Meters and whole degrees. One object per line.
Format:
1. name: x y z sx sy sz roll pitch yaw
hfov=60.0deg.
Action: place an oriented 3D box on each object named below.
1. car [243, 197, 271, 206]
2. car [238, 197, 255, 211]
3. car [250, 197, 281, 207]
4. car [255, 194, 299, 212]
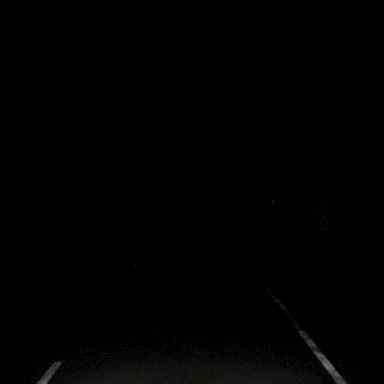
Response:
1. car: 10.801 1.518 55.234 4.181 1.385 1.994 0 0 -28
2. car: 7.683 1.444 40.385 5.008 1.535 1.882 0 0 -44
3. car: 11.436 1.483 51.657 4.674 1.442 1.812 0 0 -28
4. car: 10.068 1.191 38.000 5.566 2.045 2.150 0 0 -43
